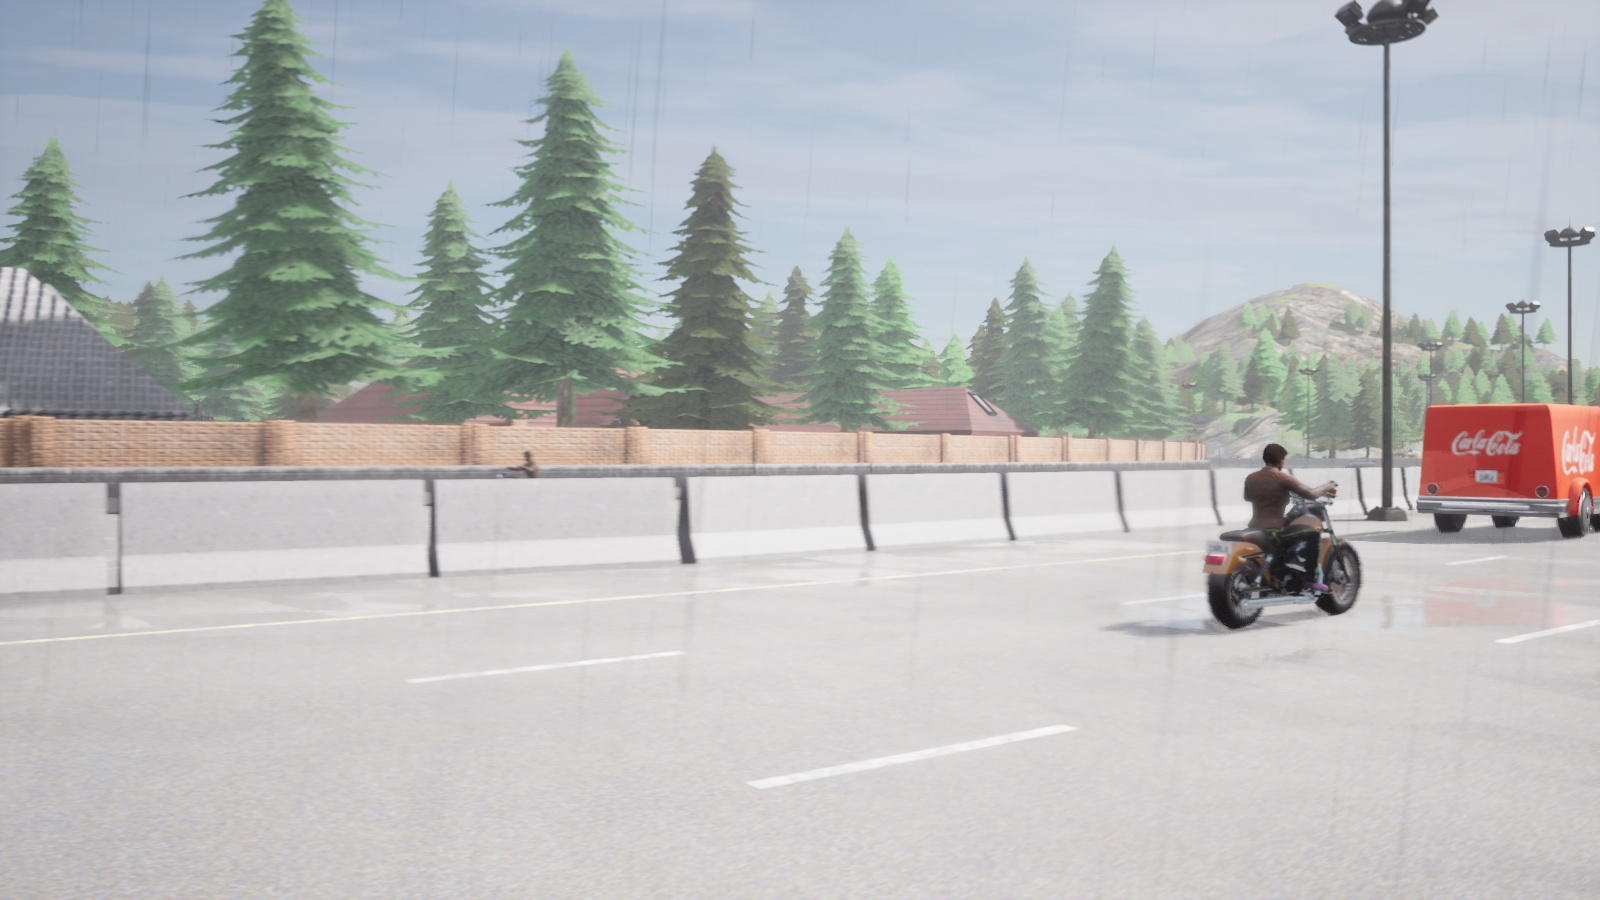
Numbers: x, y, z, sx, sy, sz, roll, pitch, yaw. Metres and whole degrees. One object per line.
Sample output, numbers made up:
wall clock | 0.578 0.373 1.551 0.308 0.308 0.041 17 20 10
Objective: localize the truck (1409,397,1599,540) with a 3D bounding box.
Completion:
truck | 14.260 0.318 24.494 5.204 2.467 2.627 0 0 -44

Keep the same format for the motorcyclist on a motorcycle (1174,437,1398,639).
motorcyclist on a motorcycle | 4.420 0.731 11.323 2.350 1.649 0.766 0 -1 -38
